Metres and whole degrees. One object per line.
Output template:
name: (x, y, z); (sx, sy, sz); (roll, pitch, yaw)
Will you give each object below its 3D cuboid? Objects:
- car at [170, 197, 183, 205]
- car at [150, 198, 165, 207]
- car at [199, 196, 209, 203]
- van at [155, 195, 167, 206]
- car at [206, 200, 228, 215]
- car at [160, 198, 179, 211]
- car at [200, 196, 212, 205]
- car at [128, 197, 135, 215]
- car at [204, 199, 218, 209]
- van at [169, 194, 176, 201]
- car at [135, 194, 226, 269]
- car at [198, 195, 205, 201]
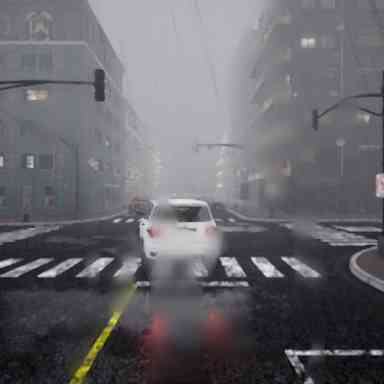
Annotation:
car: (-2.773, 1.600, 61.508); (2.033, 1.411, 5.357); (0, 0, 1)
car: (-5.309, 1.592, 51.388); (1.887, 1.381, 4.507); (0, 0, 0)
car: (2.573, 1.610, 73.595); (2.008, 1.369, 4.403); (0, 0, 0)
van: (-5.309, 1.391, 56.939); (1.690, 1.788, 3.998); (0, 0, 0)
car: (2.569, 1.602, 34.731); (1.947, 1.339, 4.313); (0, 0, 0)
car: (-2.841, 1.589, 43.140); (2.033, 1.411, 5.357); (0, 0, 0)
car: (2.572, 1.494, 62.491); (1.967, 1.590, 4.097); (0, 0, 0)
car: (-5.311, 1.351, 34.731); (2.192, 1.841, 5.009); (0, 0, 0)
car: (2.570, 1.626, 45.835); (1.802, 1.307, 4.206); (0, 0, 0)
van: (-5.305, 1.405, 90.252); (1.690, 1.788, 3.998); (0, 0, 0)
car: (-0.699, 1.229, 11.476); (2.150, 2.045, 5.566); (0, 1, -11)
car: (2.574, 1.609, 90.251); (1.887, 1.381, 4.507); (0, 0, 0)
